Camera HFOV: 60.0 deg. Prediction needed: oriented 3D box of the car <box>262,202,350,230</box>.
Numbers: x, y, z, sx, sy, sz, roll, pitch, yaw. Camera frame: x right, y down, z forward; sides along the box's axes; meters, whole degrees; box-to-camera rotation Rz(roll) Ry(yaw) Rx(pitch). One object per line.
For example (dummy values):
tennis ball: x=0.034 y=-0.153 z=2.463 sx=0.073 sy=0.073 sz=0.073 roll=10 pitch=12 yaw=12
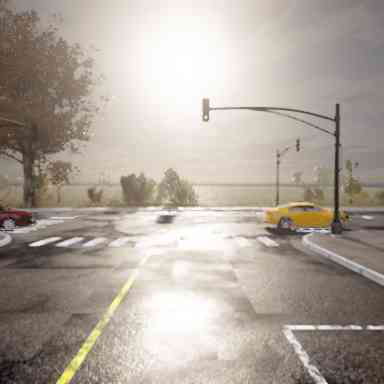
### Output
car: x=6.766 y=1.374 z=19.884 sx=5.008 sy=1.535 sz=1.882 roll=0 pitch=1 yaw=0

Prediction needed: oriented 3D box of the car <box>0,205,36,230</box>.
car: x=-11.947 y=1.411 z=19.707 sx=5.008 sy=1.535 sz=1.882 roll=0 pitch=1 yaw=-1
